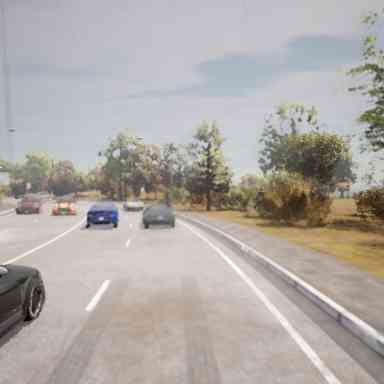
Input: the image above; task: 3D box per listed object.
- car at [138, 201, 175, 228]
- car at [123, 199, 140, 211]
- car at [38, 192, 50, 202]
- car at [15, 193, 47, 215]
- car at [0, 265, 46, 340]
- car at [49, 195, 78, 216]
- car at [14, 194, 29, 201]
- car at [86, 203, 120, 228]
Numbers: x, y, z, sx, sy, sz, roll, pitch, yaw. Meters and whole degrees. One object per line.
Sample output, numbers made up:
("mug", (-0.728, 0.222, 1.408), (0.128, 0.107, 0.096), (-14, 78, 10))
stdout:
("car", (-2.292, 1.519, 22.072), (1.994, 1.385, 4.181), (0, 0, -11))
("car", (-7.075, 1.526, 39.650), (1.895, 1.301, 4.718), (0, 0, -19))
("car", (-30.326, 1.081, 68.130), (2.150, 2.045, 5.566), (0, 0, -37))
("car", (-16.329, 1.298, 33.603), (2.097, 1.767, 4.553), (0, 0, -18))
("car", (-3.667, 1.563, 4.546), (1.994, 1.385, 4.181), (0, 0, -3))
("car", (-12.123, 1.298, 31.925), (2.097, 1.767, 4.553), (0, 0, -17))
("car", (-35.527, 1.031, 69.129), (1.994, 1.385, 4.181), (0, 0, -39))
("car", (-5.869, 1.439, 22.192), (1.882, 1.535, 5.008), (0, 0, -11))
